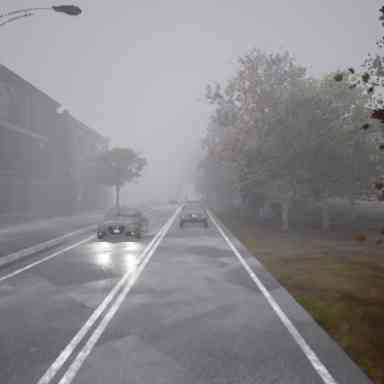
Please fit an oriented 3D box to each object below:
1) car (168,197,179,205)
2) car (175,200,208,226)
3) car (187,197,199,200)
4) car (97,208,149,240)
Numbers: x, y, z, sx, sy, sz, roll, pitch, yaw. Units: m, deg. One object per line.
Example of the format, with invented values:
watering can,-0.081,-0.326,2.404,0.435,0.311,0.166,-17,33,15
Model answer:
car,-3.232,1.502,58.995,2.033,1.411,5.357,0,0,1
car,0.116,1.501,22.854,2.033,1.411,5.357,0,0,0
car,0.125,1.392,41.518,1.882,1.535,5.008,0,0,0
car,-3.339,1.530,16.689,1.994,1.385,4.181,0,0,0
